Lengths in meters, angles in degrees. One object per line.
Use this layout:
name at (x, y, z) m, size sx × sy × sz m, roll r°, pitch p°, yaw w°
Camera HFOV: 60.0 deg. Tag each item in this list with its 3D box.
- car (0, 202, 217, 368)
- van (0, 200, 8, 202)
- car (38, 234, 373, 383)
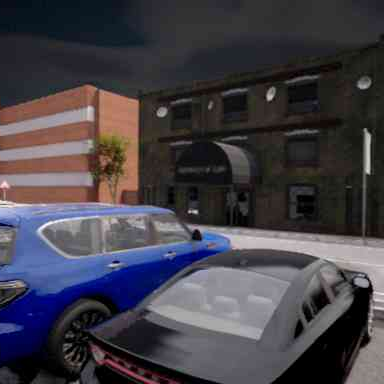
car at (-1.264, 1.232, 5.932) m, size 2.435 × 2.045 × 5.566 m, roll 0°, pitch 0°, yaw 36°
van at (-3.648, 1.259, 7.456) m, size 1.878 × 1.987 × 4.442 m, roll 0°, pitch 0°, yaw 36°
car at (1.017, 1.481, 4.262) m, size 2.097 × 1.535 × 5.008 m, roll 0°, pitch 0°, yaw 36°
